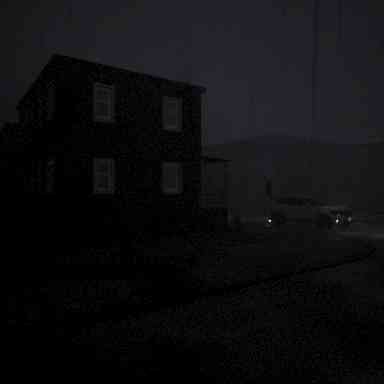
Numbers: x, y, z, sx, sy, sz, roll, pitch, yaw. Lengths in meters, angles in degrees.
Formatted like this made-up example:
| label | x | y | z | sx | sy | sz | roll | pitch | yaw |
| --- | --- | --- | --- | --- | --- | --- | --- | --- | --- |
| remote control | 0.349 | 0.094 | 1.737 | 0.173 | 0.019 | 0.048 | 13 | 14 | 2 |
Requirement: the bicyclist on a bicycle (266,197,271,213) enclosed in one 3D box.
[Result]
| label | x | y | z | sx | sy | sz | roll | pitch | yaw |
| --- | --- | --- | --- | --- | --- | --- | --- | --- | --- |
| bicyclist on a bicycle | 8.304 | 1.346 | 34.786 | 1.656 | 1.620 | 0.582 | 0 | 0 | -35 |

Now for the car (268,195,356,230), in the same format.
| label | x | y | z | sx | sy | sz | roll | pitch | yaw |
| --- | --- | --- | --- | --- | --- | --- | --- | --- | --- |
| car | 7.505 | 1.220 | 21.465 | 2.150 | 2.045 | 5.566 | 0 | 0 | -36 |
